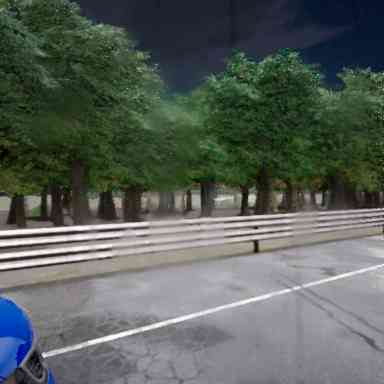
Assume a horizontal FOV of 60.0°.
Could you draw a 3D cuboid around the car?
[{"bbox_3d":[-3.487,1.223,1.260,5.566,2.045,2.150,0,0,-36],"label":"car"}]
